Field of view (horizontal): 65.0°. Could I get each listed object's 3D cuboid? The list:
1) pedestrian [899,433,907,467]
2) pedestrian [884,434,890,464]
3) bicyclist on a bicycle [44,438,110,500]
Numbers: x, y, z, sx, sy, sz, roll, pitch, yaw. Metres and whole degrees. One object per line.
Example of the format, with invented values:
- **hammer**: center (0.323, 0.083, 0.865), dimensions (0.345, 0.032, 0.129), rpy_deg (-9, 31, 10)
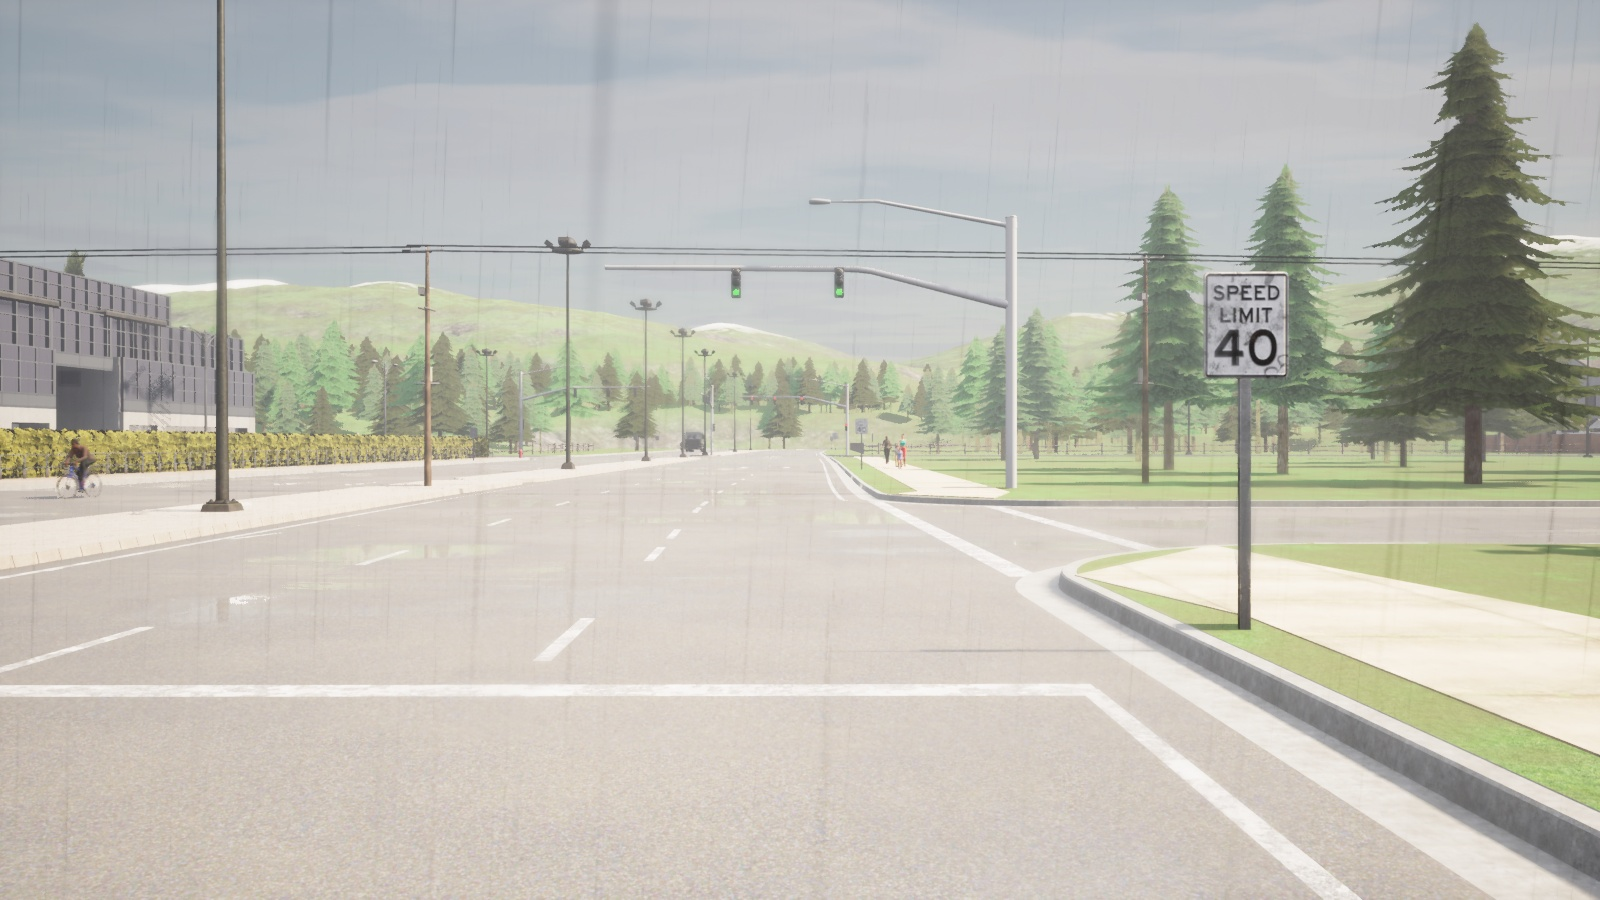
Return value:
- **pedestrian**: center (5.564, 0.007, 67.782), dimensions (0.345, 1.836, 0.594), rpy_deg (0, 0, 0)
- **pedestrian**: center (5.362, -0.047, 77.369), dimensions (0.331, 1.846, 0.634), rpy_deg (0, 0, 2)
- **bicyclist on a bicycle**: center (-19.528, 0.492, 33.963), dimensions (0.582, 1.620, 1.656), rpy_deg (-1, 0, 10)
